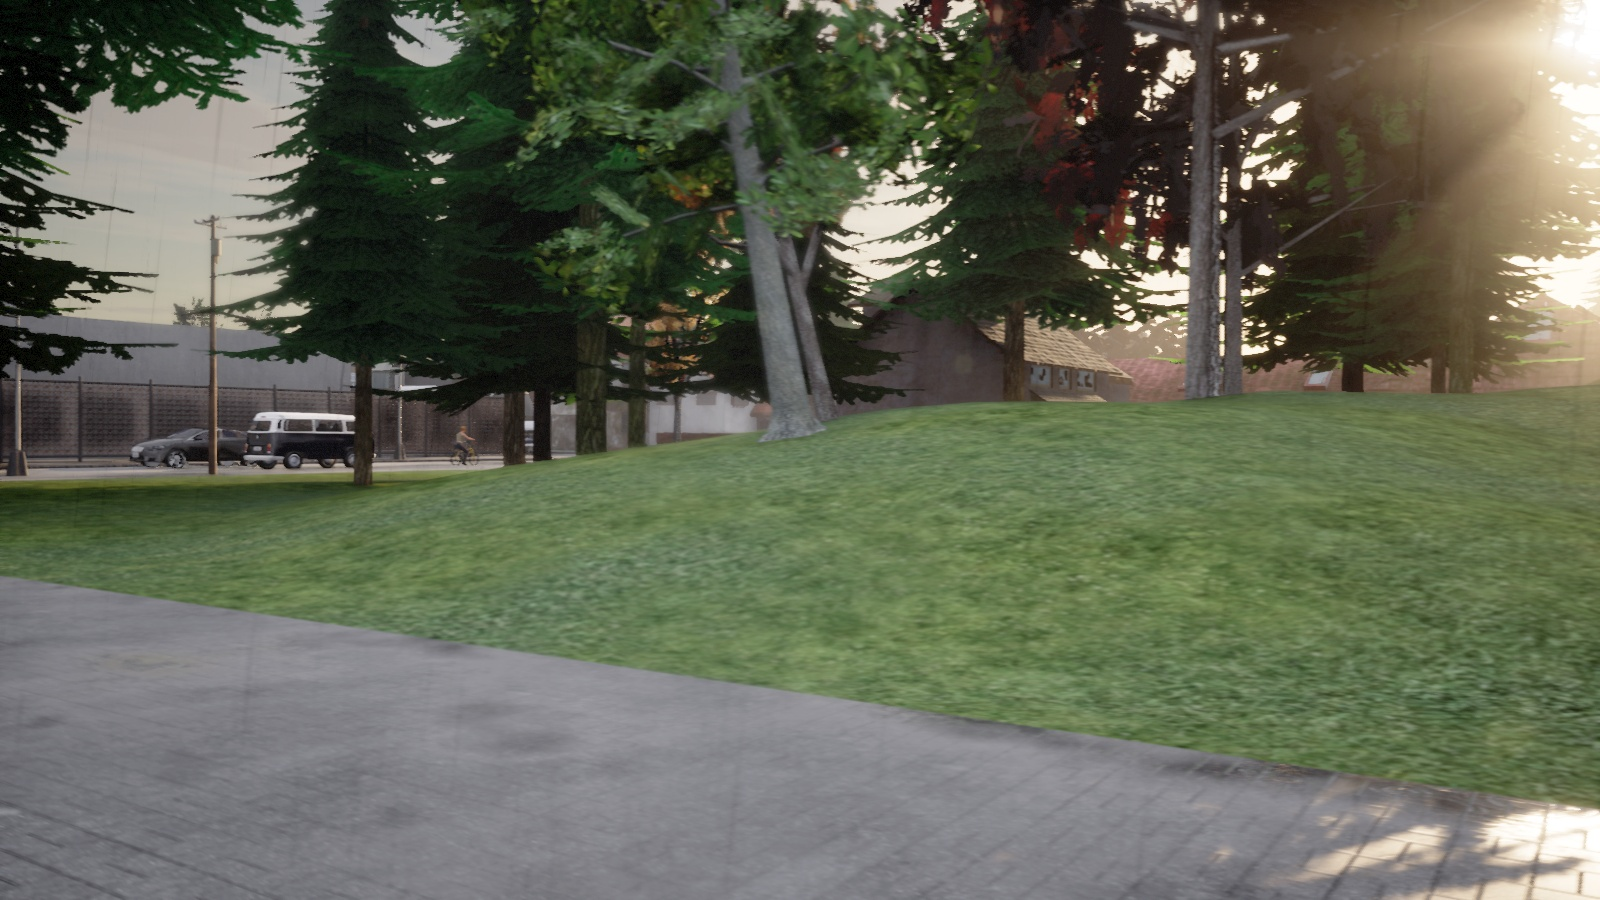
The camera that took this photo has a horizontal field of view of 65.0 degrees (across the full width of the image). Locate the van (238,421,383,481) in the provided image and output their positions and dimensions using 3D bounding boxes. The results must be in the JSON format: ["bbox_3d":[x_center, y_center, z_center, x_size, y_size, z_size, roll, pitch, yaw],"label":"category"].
[{"bbox_3d":[-17.538,-0.003,45.185,2.069,2.038,4.480,0,1,34],"label":"van"}]

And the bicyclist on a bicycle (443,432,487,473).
[{"bbox_3d":[-13.610,0.094,51.086,0.866,1.612,1.509,0,1,33],"label":"bicyclist on a bicycle"}]

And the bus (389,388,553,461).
[{"bbox_3d":[-20.258,-1.514,77.077,10.273,4.253,3.944,0,1,35],"label":"bus"}]

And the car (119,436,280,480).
[{"bbox_3d":[-21.866,0.260,45.896,2.128,1.511,4.902,0,1,33],"label":"car"}]
